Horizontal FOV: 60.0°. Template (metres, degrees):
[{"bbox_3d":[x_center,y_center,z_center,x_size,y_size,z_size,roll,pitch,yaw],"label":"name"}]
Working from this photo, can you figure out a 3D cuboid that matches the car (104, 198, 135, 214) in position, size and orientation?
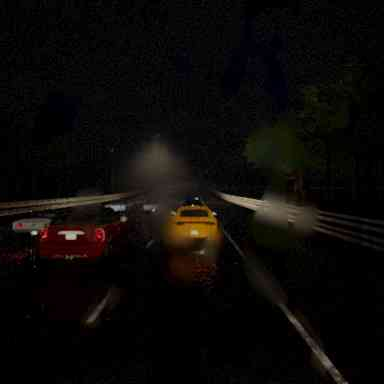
[{"bbox_3d":[-6.905,1.342,32.184,1.895,1.301,4.718,0,1,0],"label":"car"}]

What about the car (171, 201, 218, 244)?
[{"bbox_3d":[0.095,1.372,15.130,1.882,1.535,5.008,0,0,0],"label":"car"}]

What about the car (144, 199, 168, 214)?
[{"bbox_3d":[-3.405,1.342,32.182,1.895,1.301,4.718,0,1,0],"label":"car"}]

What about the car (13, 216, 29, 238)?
[{"bbox_3d":[-6.903,1.481,16.805,1.895,1.301,4.718,0,0,0],"label":"car"}]

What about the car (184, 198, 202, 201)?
[{"bbox_3d":[0.094,1.286,34.131,1.994,1.385,4.181,0,1,0],"label":"car"}]

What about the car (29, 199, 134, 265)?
[{"bbox_3d":[-3.407,1.273,11.502,2.097,1.767,4.553,0,0,0],"label":"car"}]
